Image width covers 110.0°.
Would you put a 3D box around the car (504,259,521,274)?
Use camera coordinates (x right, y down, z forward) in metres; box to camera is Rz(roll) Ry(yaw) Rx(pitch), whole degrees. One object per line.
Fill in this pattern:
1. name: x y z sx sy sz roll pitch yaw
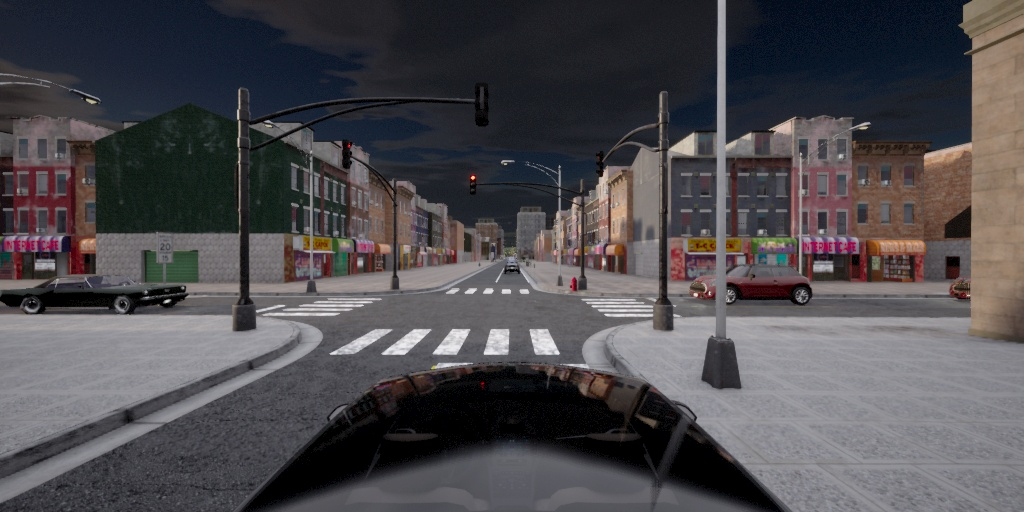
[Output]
1. car: 0.015 1.313 40.627 1.948 1.339 4.313 0 0 0

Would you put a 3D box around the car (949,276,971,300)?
1. car: 22.462 1.170 15.815 4.553 1.767 2.097 0 0 0

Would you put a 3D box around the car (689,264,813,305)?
1. car: 10.349 1.132 15.806 4.553 1.767 2.097 0 0 0

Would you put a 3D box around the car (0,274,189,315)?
1. car: -14.637 1.312 12.836 4.718 1.301 1.895 0 0 -3
